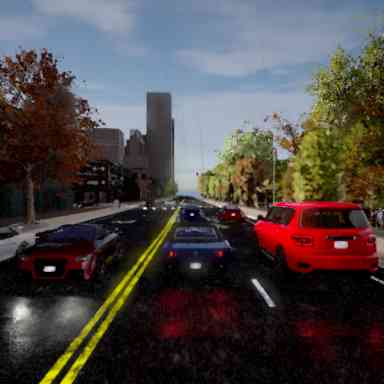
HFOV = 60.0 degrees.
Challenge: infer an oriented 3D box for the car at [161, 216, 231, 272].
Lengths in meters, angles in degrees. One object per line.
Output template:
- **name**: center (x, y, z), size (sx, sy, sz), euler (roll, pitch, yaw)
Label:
- **car**: center (0.102, 1.685, 11.037), size (1.895, 1.301, 4.718), euler (0, 0, 0)

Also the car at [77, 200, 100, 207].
- **car**: center (-20.679, 2.328, 66.395), size (4.313, 1.339, 1.947), euler (-1, 1, -1)

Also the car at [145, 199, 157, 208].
- **car**: center (-7.092, 1.956, 58.035), size (1.837, 1.490, 4.892), euler (0, -1, -1)

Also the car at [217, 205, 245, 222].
- **car**: center (3.236, 1.778, 28.225), size (1.994, 1.385, 4.181), euler (0, 0, -1)

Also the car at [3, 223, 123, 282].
- **car**: center (-3.351, 1.640, 9.836), size (1.994, 1.385, 4.181), euler (0, 0, 0)

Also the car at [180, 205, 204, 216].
- **car**: center (-0.015, 1.779, 28.283), size (1.994, 1.385, 4.181), euler (0, 0, -1)

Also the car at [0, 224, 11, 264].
- **car**: center (-6.600, 1.677, 9.871), size (1.895, 1.301, 4.718), euler (0, 0, 0)

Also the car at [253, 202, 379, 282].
- **car**: center (3.352, 1.299, 10.161), size (2.150, 2.045, 5.566), euler (0, 0, 0)

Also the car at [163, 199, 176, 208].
- **car**: center (-3.840, 1.970, 57.989), size (1.812, 1.442, 4.674), euler (0, -1, -1)
